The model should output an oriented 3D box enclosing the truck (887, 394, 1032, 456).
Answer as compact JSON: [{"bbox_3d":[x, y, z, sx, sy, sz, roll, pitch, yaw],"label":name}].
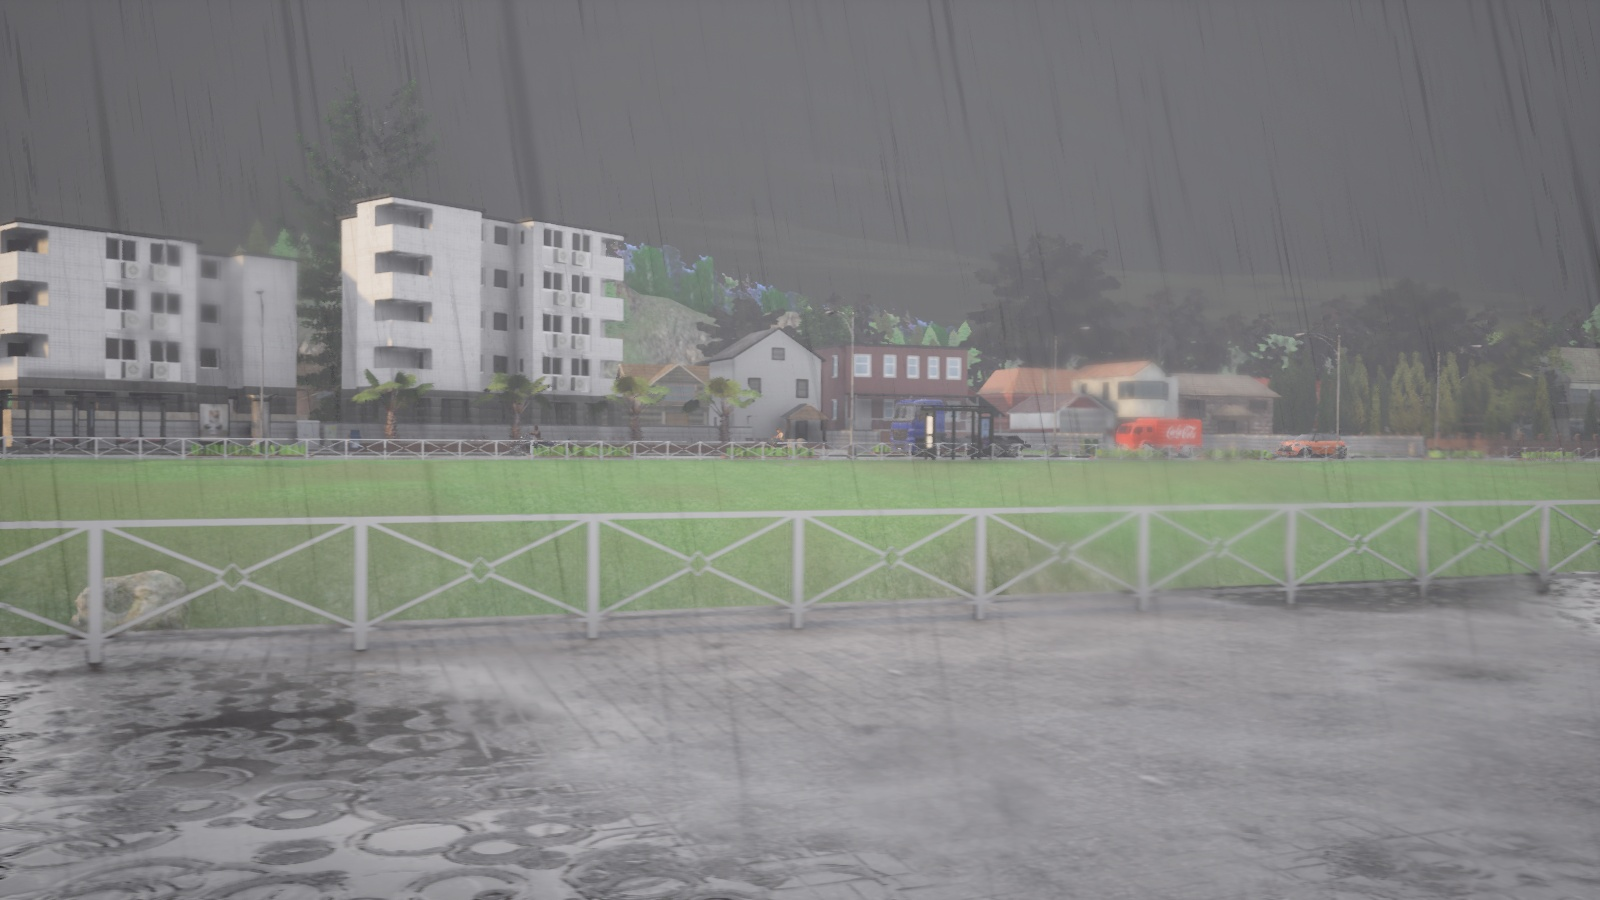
[{"bbox_3d":[9.341,-1.478,73.314,7.936,3.462,2.891,-1,1,-21],"label":"truck"}]

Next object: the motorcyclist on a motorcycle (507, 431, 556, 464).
[{"bbox_3d":[-13.783,-0.153,64.552,2.350,1.649,0.766,-1,1,-21],"label":"motorcyclist on a motorcycle"}]

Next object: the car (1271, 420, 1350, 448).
[{"bbox_3d":[33.528,-1.049,82.501,4.553,1.767,2.097,-1,1,-21],"label":"car"}]

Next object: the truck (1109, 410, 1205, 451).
[{"bbox_3d":[22.212,-1.201,78.203,5.204,2.467,2.627,-1,1,-21],"label":"truck"}]
